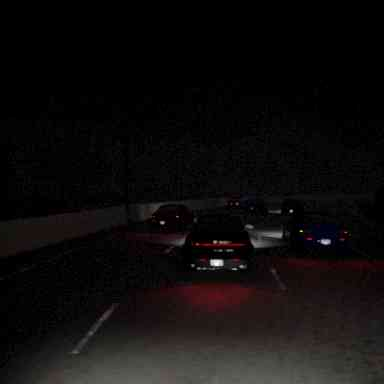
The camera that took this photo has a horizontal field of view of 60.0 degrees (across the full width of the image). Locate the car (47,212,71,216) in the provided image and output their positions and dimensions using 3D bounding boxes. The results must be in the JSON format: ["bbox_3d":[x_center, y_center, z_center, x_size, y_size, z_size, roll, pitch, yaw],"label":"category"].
[{"bbox_3d":[-11.043,1.435,24.299,2.033,1.411,5.357,0,0,14],"label":"car"}]

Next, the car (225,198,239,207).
[{"bbox_3d":[5.504,1.362,39.762,2.033,1.411,5.357,0,0,25],"label":"car"}]

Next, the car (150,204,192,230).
[{"bbox_3d":[-1.093,1.433,19.881,1.812,1.442,4.674,0,0,12],"label":"car"}]

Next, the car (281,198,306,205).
[{"bbox_3d":[9.267,1.362,30.499,1.837,1.490,4.892,0,0,20],"label":"car"}]

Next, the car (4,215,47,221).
[{"bbox_3d":[-9.159,1.491,15.772,1.994,1.385,4.181,0,0,9],"label":"car"}]

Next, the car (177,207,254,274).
[{"bbox_3d":[0.869,1.456,10.467,1.837,1.490,4.892,0,0,6],"label":"car"}]

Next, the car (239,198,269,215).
[{"bbox_3d":[6.316,1.326,32.548,1.882,1.535,5.008,0,0,20],"label":"car"}]

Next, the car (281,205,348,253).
[{"bbox_3d":[4.780,1.463,13.290,1.812,1.442,4.674,0,0,9],"label":"car"}]
